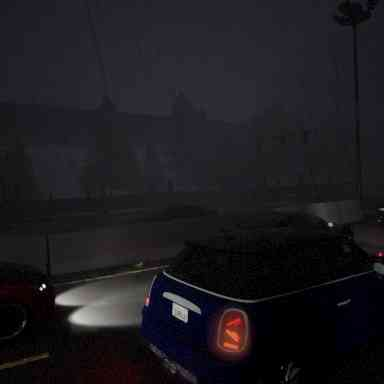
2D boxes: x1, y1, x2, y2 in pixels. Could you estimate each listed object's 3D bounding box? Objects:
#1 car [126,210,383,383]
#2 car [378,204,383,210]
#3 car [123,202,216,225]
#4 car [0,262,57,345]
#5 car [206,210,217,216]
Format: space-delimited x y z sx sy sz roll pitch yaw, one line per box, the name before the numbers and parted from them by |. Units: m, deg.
car | 1.592 1.313 4.915 4.553 1.767 2.097 -1 1 -36
car | 10.689 0.864 15.825 4.902 1.511 2.128 -4 2 -36
car | -0.960 1.319 16.293 5.008 1.535 1.882 -2 1 -36
car | -4.303 1.565 4.983 4.181 1.385 1.994 0 0 -35
car | 3.068 1.321 10.303 5.008 1.535 1.882 -3 1 -36
